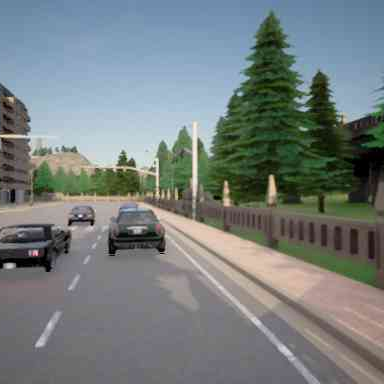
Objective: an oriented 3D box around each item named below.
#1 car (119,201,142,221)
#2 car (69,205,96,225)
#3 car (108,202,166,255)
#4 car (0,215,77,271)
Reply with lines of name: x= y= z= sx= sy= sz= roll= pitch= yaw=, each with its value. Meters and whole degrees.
car: x=-5.689 y=1.671 z=30.630 sx=1.882 sy=1.535 sz=5.008 roll=0 pitch=0 yaw=-12
car: x=-8.473 y=1.733 z=25.709 sx=2.033 sy=1.411 sz=5.357 roll=0 pitch=0 yaw=-15
car: x=-2.337 y=1.438 z=13.960 sx=2.097 sy=1.767 sz=4.553 roll=0 pitch=0 yaw=-11
car: x=-5.261 y=1.691 z=11.029 sx=1.895 sy=1.301 sz=4.718 roll=0 pitch=0 yaw=-11
